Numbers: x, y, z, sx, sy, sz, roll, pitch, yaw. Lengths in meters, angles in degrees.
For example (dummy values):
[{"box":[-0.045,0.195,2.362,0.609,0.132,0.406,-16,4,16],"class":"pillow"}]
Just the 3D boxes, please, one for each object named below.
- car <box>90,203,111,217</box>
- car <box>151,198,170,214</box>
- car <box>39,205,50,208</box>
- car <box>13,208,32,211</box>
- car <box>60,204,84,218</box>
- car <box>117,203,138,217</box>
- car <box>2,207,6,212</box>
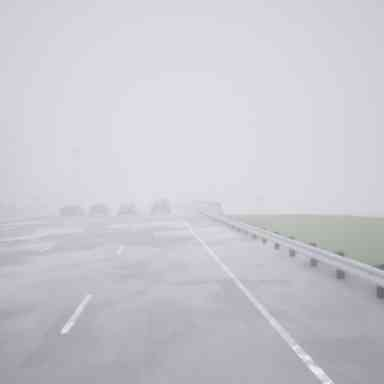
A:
[{"box":[-10.694,2.011,38.925,1.837,1.490,4.892,-3,0,-5],"class":"car"},{"box":[-3.652,1.540,38.660,2.097,1.767,4.553,-3,0,-5],"class":"car"},{"box":[-27.106,2.991,62.023,2.033,1.411,5.357,-3,-1,-6],"class":"car"},{"box":[-30.583,3.143,61.664,2.033,1.411,5.357,-3,-1,-6],"class":"car"},{"box":[-14.283,2.145,39.731,1.882,1.535,5.008,-3,0,-5],"class":"car"},{"box":[-6.890,1.879,35.745,2.033,1.411,5.357,-3,0,-5],"class":"car"},{"box":[-34.072,2.982,61.281,2.150,2.045,5.566,-3,-1,-6],"class":"car"}]
